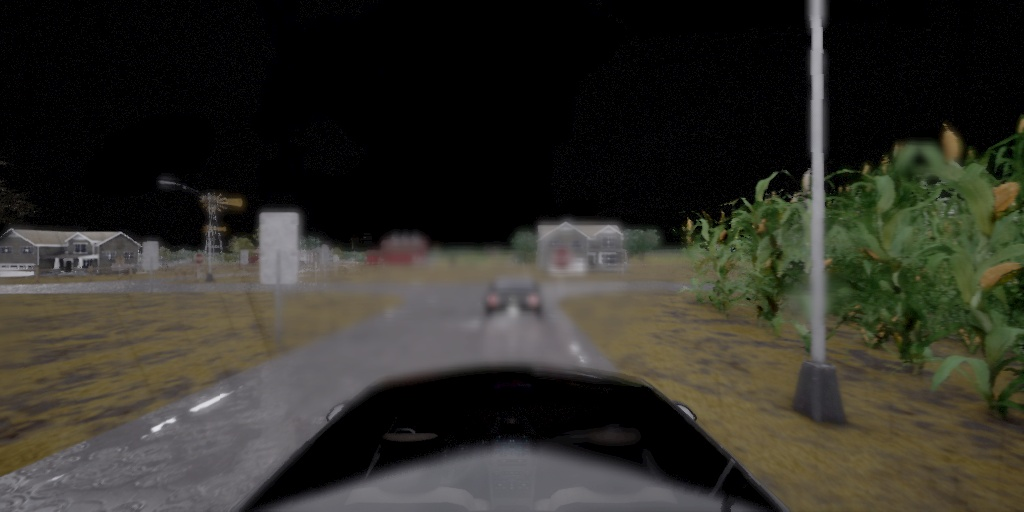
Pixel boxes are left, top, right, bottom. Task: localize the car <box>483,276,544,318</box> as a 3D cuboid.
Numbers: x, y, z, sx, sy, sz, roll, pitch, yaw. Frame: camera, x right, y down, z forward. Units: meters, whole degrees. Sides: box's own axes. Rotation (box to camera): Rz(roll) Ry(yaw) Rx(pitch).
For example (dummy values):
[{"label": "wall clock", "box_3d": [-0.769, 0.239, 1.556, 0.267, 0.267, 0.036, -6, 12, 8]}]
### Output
[{"label": "car", "box_3d": [0.132, 1.390, 13.173, 1.895, 1.301, 4.718, 0, 0, 2]}]
